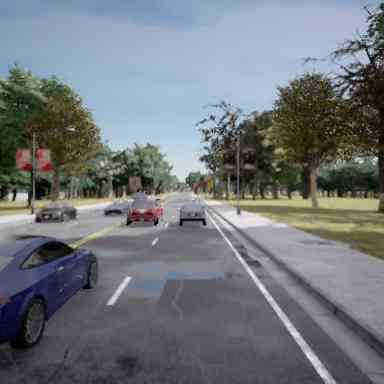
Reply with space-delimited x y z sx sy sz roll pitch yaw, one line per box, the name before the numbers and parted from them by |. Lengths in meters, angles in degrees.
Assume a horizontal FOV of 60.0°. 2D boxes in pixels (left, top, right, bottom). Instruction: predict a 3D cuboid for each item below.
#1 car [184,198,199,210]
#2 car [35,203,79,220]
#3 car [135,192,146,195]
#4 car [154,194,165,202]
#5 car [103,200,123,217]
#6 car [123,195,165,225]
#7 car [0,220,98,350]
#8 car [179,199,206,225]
car | -0.074 1.511 42.122 1.895 1.301 4.718 0 0 0
car | -9.910 1.499 24.660 1.994 1.385 4.181 0 0 0
car | -10.170 1.113 65.484 2.150 2.045 5.566 0 0 0
car | -7.005 1.302 72.378 1.882 1.535 5.008 0 0 -1
car | -6.694 1.473 30.863 2.033 1.411 5.357 0 0 0
car | -3.208 1.289 23.468 2.097 1.767 4.553 0 0 0
car | -3.156 1.505 6.067 1.812 1.442 4.674 0 0 0
car | 0.043 1.484 23.602 2.033 1.411 5.357 0 0 0
